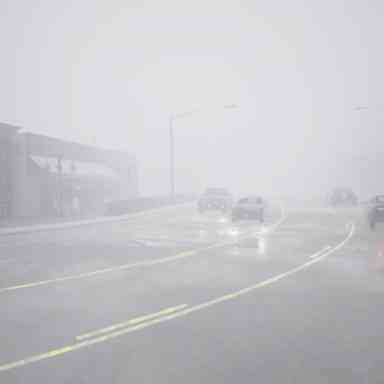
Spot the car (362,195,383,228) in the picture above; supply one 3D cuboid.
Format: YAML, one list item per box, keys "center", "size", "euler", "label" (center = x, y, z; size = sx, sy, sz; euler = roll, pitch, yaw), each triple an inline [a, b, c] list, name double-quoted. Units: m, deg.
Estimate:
- center: [9.892, 0.917, 16.897]
  size: [2.128, 1.511, 4.902]
  euler: [-1, 1, 24]
  label: "car"

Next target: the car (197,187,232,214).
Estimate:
- center: [2.058, 0.629, 27.202]
  size: [2.150, 2.045, 5.566]
  euler: [-1, 1, 16]
  label: "car"

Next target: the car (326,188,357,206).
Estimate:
- center: [14.271, 0.371, 32.025]
  size: [2.097, 1.767, 4.553]
  euler: [-1, 1, 15]
  label: "car"

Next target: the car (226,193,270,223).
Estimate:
- center: [3.771, 0.970, 20.898]
  size: [1.882, 1.535, 5.008]
  euler: [-1, 1, 18]
  label: "car"
